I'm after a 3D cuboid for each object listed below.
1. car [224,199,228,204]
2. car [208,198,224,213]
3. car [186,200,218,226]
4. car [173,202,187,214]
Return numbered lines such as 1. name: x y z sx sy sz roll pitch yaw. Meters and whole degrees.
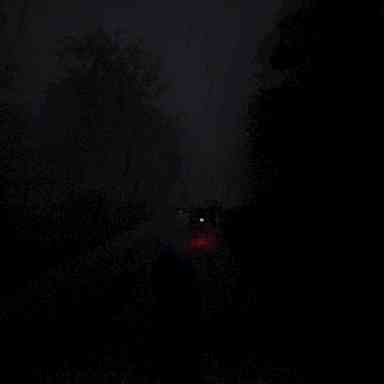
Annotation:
1. car: 7.211 2.226 78.108 2.097 1.767 4.553 1 0 16
2. car: 2.661 1.693 42.383 2.097 1.767 4.553 0 -1 7
3. car: 0.814 1.606 24.432 1.837 1.490 4.892 0 0 4
4. car: -0.896 1.797 38.082 2.033 1.411 5.357 0 -1 7
